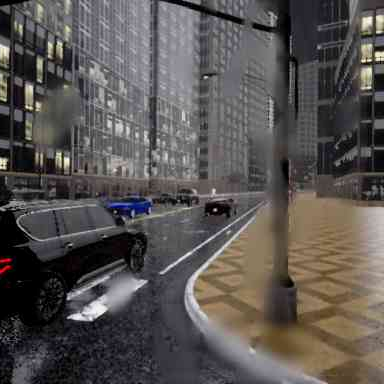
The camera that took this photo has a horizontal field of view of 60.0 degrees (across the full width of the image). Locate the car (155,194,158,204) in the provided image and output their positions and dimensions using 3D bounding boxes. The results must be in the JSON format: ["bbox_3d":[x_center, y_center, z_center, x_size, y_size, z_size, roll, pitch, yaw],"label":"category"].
[{"bbox_3d":[-4.646,1.063,25.462,1.882,1.535,5.008,1,1,16],"label":"car"}]

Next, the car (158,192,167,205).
[{"bbox_3d":[-3.487,0.786,41.512,1.882,1.535,5.008,1,2,16],"label":"car"}]

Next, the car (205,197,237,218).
[{"bbox_3d":[2.337,1.087,25.914,1.882,1.535,5.008,1,1,16],"label":"car"}]

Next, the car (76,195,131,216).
[{"bbox_3d":[-7.273,1.074,28.136,2.033,1.411,5.357,1,1,16],"label":"car"}]

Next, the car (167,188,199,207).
[{"bbox_3d":[-0.727,0.581,39.362,2.150,2.045,5.566,1,1,15],"label":"car"}]

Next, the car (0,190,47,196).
[{"bbox_3d":[-10.071,0.908,18.184,2.150,2.045,5.566,1,1,15],"label":"car"}]

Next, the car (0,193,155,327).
[{"bbox_3d":[-2.924,1.159,7.228,2.150,2.045,5.566,0,2,16],"label":"car"}]

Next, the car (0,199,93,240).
[{"bbox_3d":[-7.160,1.207,16.526,1.882,1.535,5.008,1,1,16],"label":"car"}]

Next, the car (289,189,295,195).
[{"bbox_3d":[25.958,0.013,90.547,1.812,1.442,4.674,1,1,29],"label":"car"}]
